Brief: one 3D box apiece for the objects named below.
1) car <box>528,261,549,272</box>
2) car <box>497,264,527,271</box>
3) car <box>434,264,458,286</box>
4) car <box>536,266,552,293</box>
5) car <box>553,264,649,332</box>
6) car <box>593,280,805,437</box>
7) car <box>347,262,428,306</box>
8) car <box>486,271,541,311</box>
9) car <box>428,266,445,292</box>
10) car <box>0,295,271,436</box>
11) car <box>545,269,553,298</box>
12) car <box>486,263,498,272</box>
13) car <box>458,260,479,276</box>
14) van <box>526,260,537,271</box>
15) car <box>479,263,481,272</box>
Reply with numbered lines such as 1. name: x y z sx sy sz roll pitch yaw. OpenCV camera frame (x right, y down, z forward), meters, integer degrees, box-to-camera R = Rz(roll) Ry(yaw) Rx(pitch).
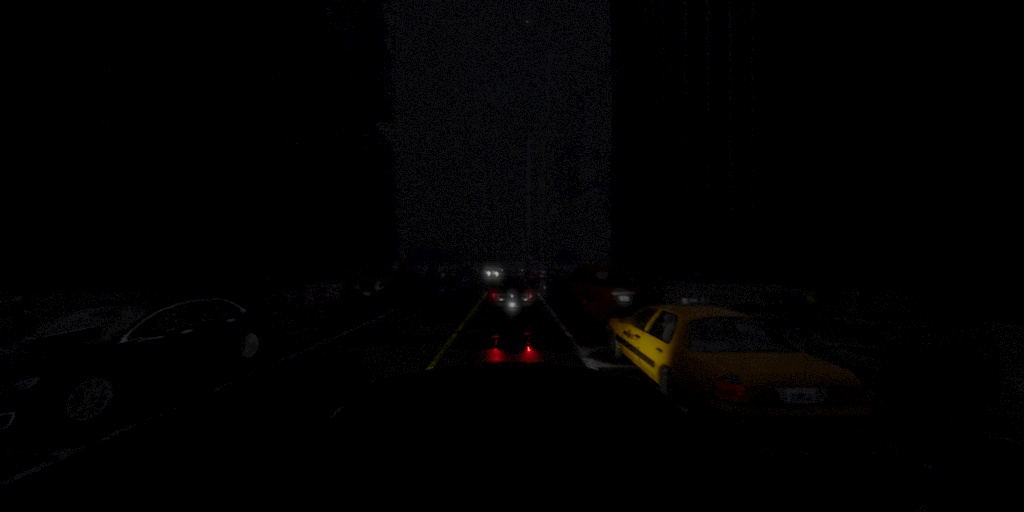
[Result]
1. car: 2.777 1.495 33.554 1.967 1.591 4.097 0 0 0
2. car: 0.035 1.590 30.430 1.994 1.385 4.181 0 0 0
3. car: -5.751 1.441 27.954 1.967 1.591 4.097 0 0 0
4. car: 2.772 1.513 22.352 1.948 1.339 4.313 0 0 0
5. car: 2.767 1.155 11.149 2.192 1.841 5.009 0 0 0
6. car: 2.765 1.312 5.716 1.751 1.417 4.829 0 0 0
7. car: -5.756 1.208 16.751 2.192 1.841 5.009 0 0 0
8. car: 0.021 1.479 15.112 1.895 1.301 4.718 0 -1 0
9. car: -5.753 1.513 22.352 1.948 1.339 4.313 0 0 0
10. car: -5.760 1.337 5.546 2.007 1.370 4.403 0 0 0
11. car: 2.770 1.476 16.750 1.802 1.307 4.207 0 0 0
12. car: -2.999 1.849 57.326 1.994 1.385 4.181 0 -1 1
13. car: -5.743 1.478 44.760 2.192 1.841 5.009 0 0 0
14. van: 2.780 1.450 39.156 1.690 1.789 3.998 0 0 0
15. car: -5.741 1.743 50.192 1.751 1.417 4.829 0 0 0
